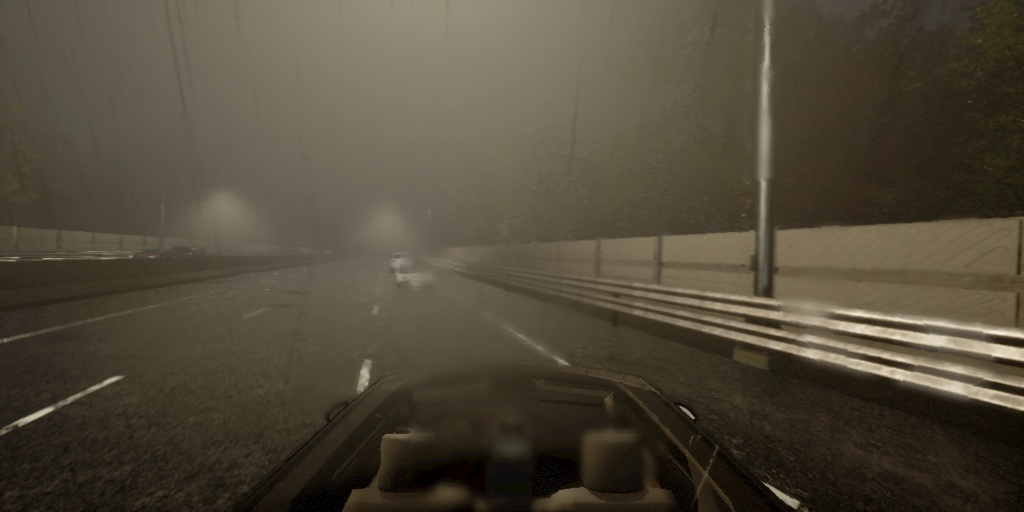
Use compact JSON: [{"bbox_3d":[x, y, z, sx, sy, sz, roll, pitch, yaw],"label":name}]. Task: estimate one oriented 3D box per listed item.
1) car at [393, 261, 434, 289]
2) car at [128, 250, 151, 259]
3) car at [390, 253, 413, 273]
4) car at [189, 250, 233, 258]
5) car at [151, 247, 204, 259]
[{"bbox_3d":[-5.868,1.199,21.366,1.895,1.301,4.718,2,0,-19],"label":"car"},{"bbox_3d":[-37.613,0.102,37.516,2.097,1.767,4.553,2,0,-19],"label":"car"},{"bbox_3d":[-11.622,0.671,37.832,2.150,2.045,5.566,2,0,-19],"label":"car"},{"bbox_3d":[-29.731,0.453,36.140,2.128,1.511,4.902,2,0,-19],"label":"car"},{"bbox_3d":[-33.638,0.072,36.779,2.150,2.045,5.566,2,0,-19],"label":"car"}]
